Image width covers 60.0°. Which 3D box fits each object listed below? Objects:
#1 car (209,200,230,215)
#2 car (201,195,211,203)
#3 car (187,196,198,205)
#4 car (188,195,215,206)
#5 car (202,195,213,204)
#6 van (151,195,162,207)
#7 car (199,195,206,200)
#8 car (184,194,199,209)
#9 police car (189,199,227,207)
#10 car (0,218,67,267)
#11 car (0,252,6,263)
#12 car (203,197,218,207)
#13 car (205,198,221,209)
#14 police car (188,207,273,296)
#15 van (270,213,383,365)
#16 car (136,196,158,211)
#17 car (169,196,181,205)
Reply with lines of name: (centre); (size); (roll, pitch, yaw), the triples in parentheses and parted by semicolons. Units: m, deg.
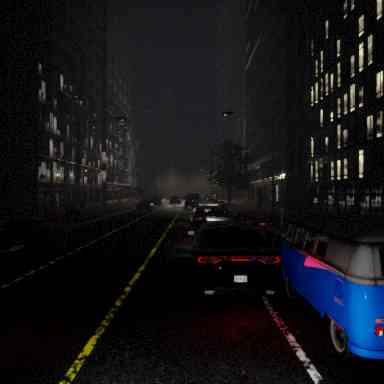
car: (2.773, 1.581, 34.158); (1.802, 1.307, 4.206); (0, 0, 0)
car: (2.856, 1.401, 68.313); (1.967, 1.590, 4.097); (0, 0, 0)
car: (0.143, 1.480, 59.484); (1.837, 1.490, 4.892); (0, 0, 0)
car: (0.959, 1.351, 24.691); (2.097, 1.767, 4.553); (0, 0, 0)
car: (2.842, 1.410, 62.621); (1.967, 1.590, 4.097); (0, 0, 0)
van: (-5.566, 1.328, 51.260); (1.690, 1.788, 3.998); (0, 0, 0)
car: (2.911, 1.463, 91.083); (1.887, 1.381, 4.507); (0, 0, 0)
car: (0.112, 1.215, 44.930); (2.150, 2.045, 5.566); (0, 0, 0)
police car: (0.946, 1.425, 18.830); (1.930, 1.638, 5.238); (0, 0, 0)
car: (-5.663, 1.582, 11.411); (1.802, 1.307, 4.206); (0, 0, 0)
car: (-3.096, 1.477, 1.296); (1.882, 1.535, 5.008); (0, 0, 0)
car: (2.814, 1.538, 51.236); (2.008, 1.369, 4.403); (0, 0, 0)
car: (2.801, 1.544, 45.543); (2.008, 1.369, 4.403); (0, 0, 0)
police car: (0.921, 1.425, 8.830); (1.930, 1.638, 5.238); (0, 0, 0)
van: (2.704, 1.341, 5.697); (1.690, 1.788, 3.998); (0, 0, 0)
car: (-5.594, 1.548, 39.875); (2.008, 1.369, 4.403); (0, 0, 0)
car: (-2.863, 1.484, 56.726); (1.837, 1.490, 4.892); (0, 0, 0)
